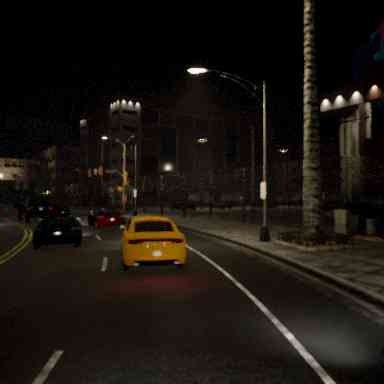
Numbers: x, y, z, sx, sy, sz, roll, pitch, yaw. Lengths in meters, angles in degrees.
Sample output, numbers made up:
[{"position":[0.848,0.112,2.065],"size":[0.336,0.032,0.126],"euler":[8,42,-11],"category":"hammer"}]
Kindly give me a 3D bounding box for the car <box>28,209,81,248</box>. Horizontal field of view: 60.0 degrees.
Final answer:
[{"position":[-6.348,1.732,15.874],"size":[1.994,1.385,4.181],"euler":[0,-1,-20],"category":"car"}]

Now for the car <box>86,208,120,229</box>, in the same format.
[{"position":[-6.294,1.819,24.037],"size":[1.994,1.385,4.181],"euler":[0,-1,-28],"category":"car"}]

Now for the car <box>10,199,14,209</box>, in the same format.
[{"position":[-27.940,2.135,54.328],"size":[1.994,1.385,4.181],"euler":[0,-1,-37],"category":"car"}]

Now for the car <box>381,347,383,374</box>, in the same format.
[{"position":[3.020,1.545,1.727],"size":[1.812,1.442,4.674],"euler":[0,-1,-1],"category":"car"}]

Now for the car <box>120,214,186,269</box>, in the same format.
[{"position":[-1.496,1.603,11.753],"size":[1.882,1.535,5.008],"euler":[0,-1,-12],"category":"car"}]

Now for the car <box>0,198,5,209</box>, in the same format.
[{"position":[-32.237,2.095,54.243],"size":[1.812,1.442,4.674],"euler":[0,-1,-37],"category":"car"}]

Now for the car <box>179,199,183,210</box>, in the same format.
[{"position":[-1.458,1.780,49.562],"size":[2.185,1.767,4.553],"euler":[0,-1,-37],"category":"car"}]

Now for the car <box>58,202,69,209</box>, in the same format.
[{"position":[-14.813,1.891,36.415],"size":[1.837,1.490,4.892],"euler":[0,0,-36],"category":"car"}]

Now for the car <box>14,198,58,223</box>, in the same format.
[{"position":[-13.887,1.531,29.393],"size":[2.150,2.045,5.566],"euler":[0,-1,-35],"category":"car"}]

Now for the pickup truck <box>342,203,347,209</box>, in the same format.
[{"position":[14.709,1.382,27.160],"size":[6.274,2.098,2.390],"euler":[0,-1,-37],"category":"pickup truck"}]
